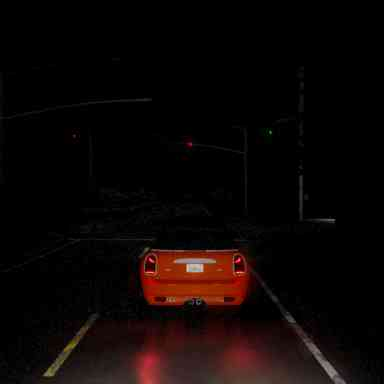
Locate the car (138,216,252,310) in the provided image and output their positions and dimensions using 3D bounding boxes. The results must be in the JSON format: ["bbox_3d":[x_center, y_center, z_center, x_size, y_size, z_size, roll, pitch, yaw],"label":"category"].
[{"bbox_3d":[0.058,1.352,7.954,2.097,1.767,4.553,0,0,0],"label":"car"}]
